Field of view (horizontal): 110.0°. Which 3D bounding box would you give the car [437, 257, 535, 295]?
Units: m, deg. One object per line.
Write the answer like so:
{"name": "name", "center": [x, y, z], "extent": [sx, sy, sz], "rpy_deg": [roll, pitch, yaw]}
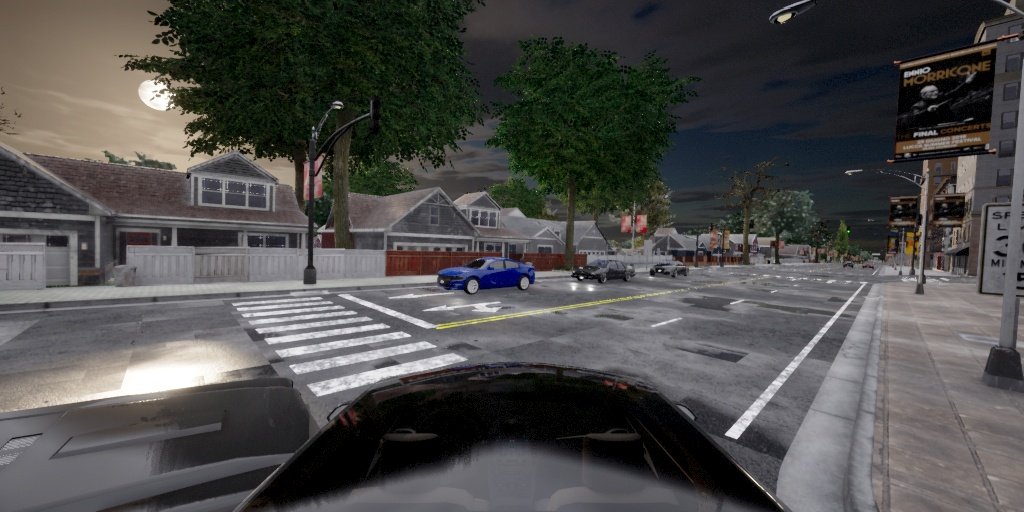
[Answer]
{"name": "car", "center": [-1.066, 0.802, 16.509], "extent": [5.008, 1.535, 1.882], "rpy_deg": [0, 2, -44]}

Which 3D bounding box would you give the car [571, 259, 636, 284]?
{"name": "car", "center": [6.124, 0.936, 23.403], "extent": [5.357, 1.411, 2.033], "rpy_deg": [0, 2, -44]}

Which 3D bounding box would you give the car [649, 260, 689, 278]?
{"name": "car", "center": [13.346, 1.020, 30.300], "extent": [4.181, 1.385, 1.994], "rpy_deg": [1, 2, -44]}

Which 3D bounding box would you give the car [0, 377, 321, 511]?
{"name": "car", "center": [-3.315, 1.284, 1.331], "extent": [4.718, 1.301, 1.895], "rpy_deg": [1, 2, -34]}
